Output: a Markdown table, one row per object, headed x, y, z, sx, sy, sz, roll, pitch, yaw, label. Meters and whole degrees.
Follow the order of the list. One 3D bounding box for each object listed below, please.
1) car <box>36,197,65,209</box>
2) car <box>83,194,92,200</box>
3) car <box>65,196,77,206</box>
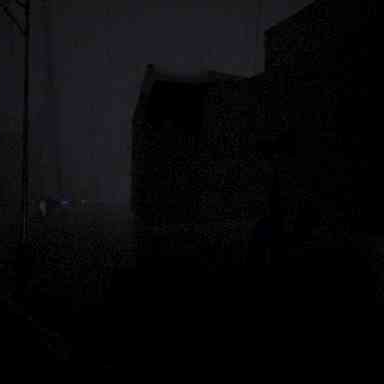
| x | y | z | sx | sy | sz | roll | pitch | yaw | label |
| --- | --- | --- | --- | --- | --- | --- | --- | --- | --- |
| -18.557 | 1.392 | 42.979 | 2.128 | 1.511 | 4.902 | 1 | 0 | -6 | car |
| -27.733 | 1.378 | 88.346 | 2.128 | 1.511 | 4.902 | 1 | 0 | -7 | car |
| -19.901 | 1.438 | 53.483 | 1.812 | 1.442 | 4.674 | 1 | 0 | -7 | car |
